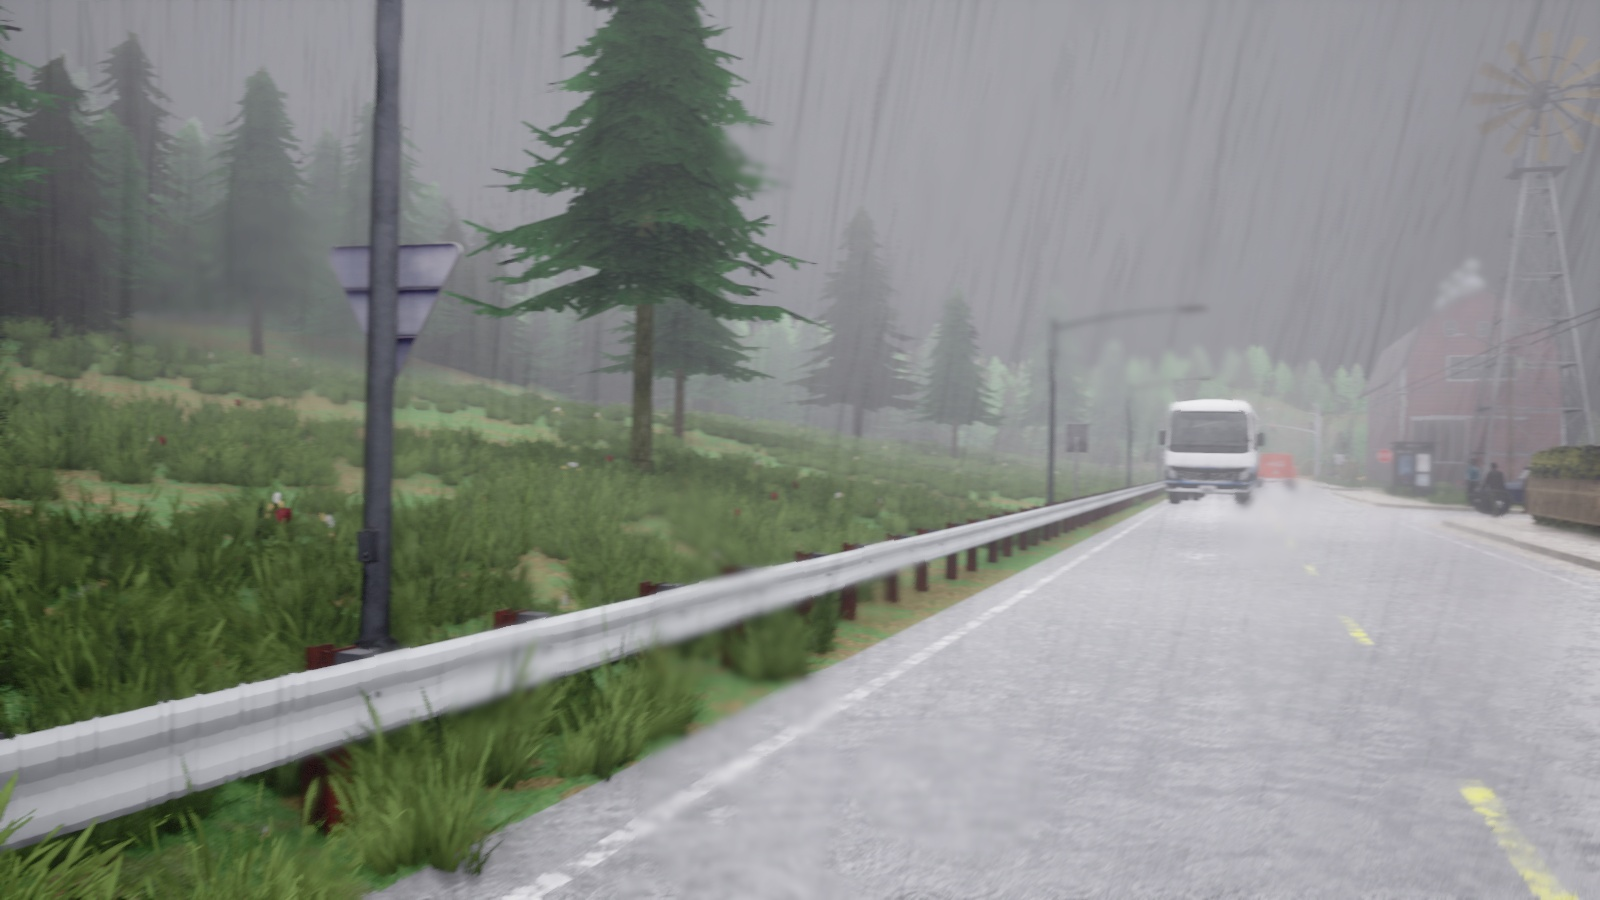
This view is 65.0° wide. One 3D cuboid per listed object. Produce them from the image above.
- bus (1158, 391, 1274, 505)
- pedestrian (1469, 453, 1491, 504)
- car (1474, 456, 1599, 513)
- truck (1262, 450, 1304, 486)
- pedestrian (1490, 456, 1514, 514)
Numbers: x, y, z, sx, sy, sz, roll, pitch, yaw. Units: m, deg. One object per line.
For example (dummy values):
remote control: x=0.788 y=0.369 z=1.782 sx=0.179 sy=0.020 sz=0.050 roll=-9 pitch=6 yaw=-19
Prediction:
bus: x=17.637 y=-0.045 z=52.646 sx=3.944 sy=4.253 sz=10.273 roll=1 pitch=0 yaw=22
pedestrian: x=25.794 y=1.068 z=47.618 sx=0.692 sy=1.930 sz=0.396 roll=1 pitch=0 yaw=-30
car: x=25.919 y=1.192 z=43.930 sx=3.866 sy=1.878 sz=1.905 roll=1 pitch=0 yaw=19
truck: x=34.553 y=1.256 z=89.923 sx=2.627 sy=2.467 sz=5.204 roll=1 pitch=0 yaw=19
pedestrian: x=22.536 y=1.119 z=40.316 sx=0.431 sy=1.840 sz=0.703 roll=1 pitch=0 yaw=10
